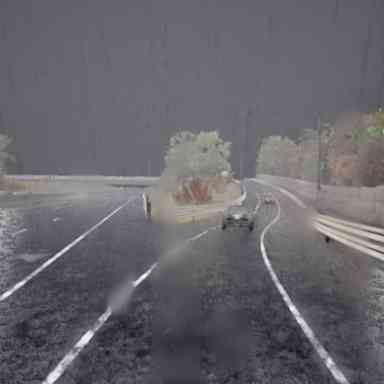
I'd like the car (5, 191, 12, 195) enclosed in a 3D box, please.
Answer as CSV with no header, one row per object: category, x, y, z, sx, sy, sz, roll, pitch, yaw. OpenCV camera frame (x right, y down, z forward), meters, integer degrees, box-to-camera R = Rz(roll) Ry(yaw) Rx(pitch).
car,-34.809,0.682,62.220,1.837,1.490,4.892,0,0,-8

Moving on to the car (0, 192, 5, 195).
car,-29.163,0.945,47.279,2.128,1.511,4.902,0,0,-8

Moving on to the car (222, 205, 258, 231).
car,3.543,1.721,23.750,2.097,1.767,4.553,1,-1,16

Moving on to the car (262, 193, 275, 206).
car,13.480,1.444,58.789,2.097,1.767,4.553,1,3,12

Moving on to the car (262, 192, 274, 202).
car,15.603,0.975,68.696,2.128,1.511,4.902,1,4,10

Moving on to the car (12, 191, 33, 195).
car,-31.280,0.590,62.272,2.097,1.767,4.553,0,0,-8
